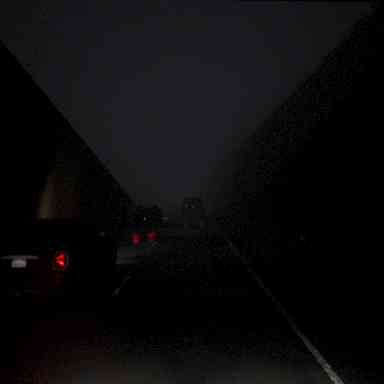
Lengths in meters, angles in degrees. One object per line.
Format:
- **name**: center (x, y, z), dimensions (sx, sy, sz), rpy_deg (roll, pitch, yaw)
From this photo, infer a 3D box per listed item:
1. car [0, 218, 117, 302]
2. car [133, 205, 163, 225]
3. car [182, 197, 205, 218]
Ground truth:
- **car**: center (-3.391, 1.436, 8.611), dimensions (2.097, 1.767, 4.553), rpy_deg (0, -1, -1)
- **car**: center (-3.378, 1.746, 26.217), dimensions (2.128, 1.511, 4.902), rpy_deg (0, -1, 0)
- **car**: center (0.129, 1.556, 34.467), dimensions (2.150, 2.045, 5.566), rpy_deg (0, -1, 0)
